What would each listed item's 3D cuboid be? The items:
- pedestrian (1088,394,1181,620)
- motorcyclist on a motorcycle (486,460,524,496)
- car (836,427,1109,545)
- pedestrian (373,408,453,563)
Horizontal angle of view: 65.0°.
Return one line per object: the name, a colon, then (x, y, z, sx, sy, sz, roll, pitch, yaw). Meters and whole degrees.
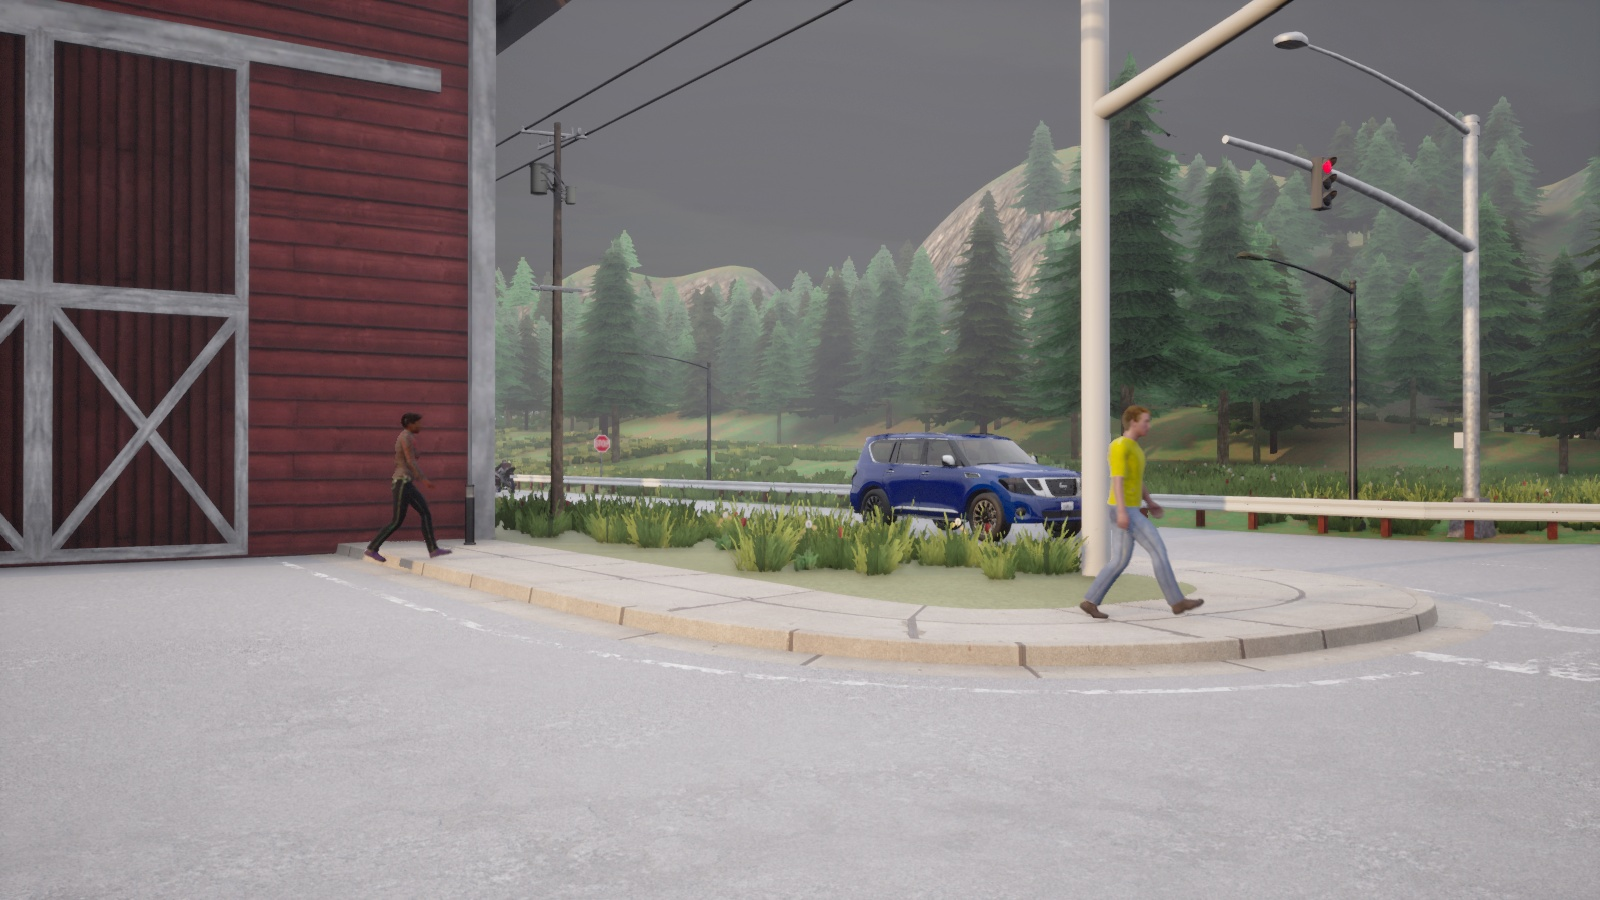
pedestrian: (2.792, 0.464, 10.481, 0.706, 1.836, 0.354, 0, 0, 21)
motorcyclist on a motorcycle: (-12.964, 1.226, 55.140, 0.866, 1.530, 2.191, 0, 0, -34)
car: (3.206, 0.646, 24.696, 2.150, 2.045, 5.566, 0, 0, -34)
pedestrian: (-4.598, 0.415, 14.936, 0.869, 1.805, 0.328, 0, 0, -10)
